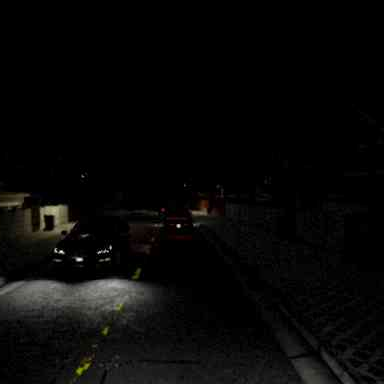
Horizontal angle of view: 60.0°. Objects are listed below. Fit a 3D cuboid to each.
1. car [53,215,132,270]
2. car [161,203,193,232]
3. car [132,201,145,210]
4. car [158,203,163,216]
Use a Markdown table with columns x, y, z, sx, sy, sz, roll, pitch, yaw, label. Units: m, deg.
| x | y | z | sx | sy | sz | roll | pitch | yaw | label |
| --- | --- | --- | --- | --- | --- | --- | --- | --- | --- |
| -3.211 | 1.621 | 11.546 | 1.837 | 1.490 | 4.892 | 0 | -1 | -3 | car |
| -0.969 | 1.727 | 21.814 | 1.837 | 1.490 | 4.892 | 0 | 0 | -5 | car |
| -8.585 | 2.073 | 53.422 | 2.033 | 1.411 | 5.357 | 0 | -1 | -12 | car |
| -2.871 | 1.954 | 37.925 | 2.033 | 1.411 | 5.357 | 0 | -1 | -9 | car |
